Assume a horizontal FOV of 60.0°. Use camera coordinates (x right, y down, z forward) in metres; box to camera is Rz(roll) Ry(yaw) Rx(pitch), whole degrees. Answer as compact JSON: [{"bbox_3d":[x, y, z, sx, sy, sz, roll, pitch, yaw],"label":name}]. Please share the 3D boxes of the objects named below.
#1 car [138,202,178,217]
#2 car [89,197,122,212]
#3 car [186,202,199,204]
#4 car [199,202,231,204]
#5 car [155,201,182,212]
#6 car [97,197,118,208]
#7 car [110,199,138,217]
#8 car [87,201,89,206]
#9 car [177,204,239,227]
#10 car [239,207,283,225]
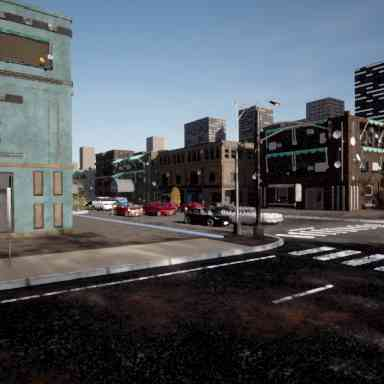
[{"bbox_3d":[-3.620,1.834,36.156,1.882,1.535,5.008,-1,0,-35],"label":"car"},{"bbox_3d":[-12.802,1.755,49.061,2.150,2.045,5.566,-1,0,-35],"label":"car"},{"bbox_3d":[-0.074,1.902,41.136,1.802,1.307,4.206,-2,0,-36],"label":"car"},{"bbox_3d":[3.145,1.808,36.634,2.008,1.369,4.403,-2,0,-36],"label":"car"},{"bbox_3d":[-3.293,1.964,45.638,1.802,1.307,4.206,-2,0,-36],"label":"car"},{"bbox_3d":[-16.180,1.938,63.646,2.192,1.841,5.009,-1,0,-36],"label":"car"},{"bbox_3d":[-6.892,1.845,36.259,1.967,1.590,4.097,-1,0,-36],"label":"car"},{"bbox_3d":[-19.206,2.157,63.449,2.128,1.511,4.902,-1,0,-36],"label":"car"},{"bbox_3d":[1.084,1.813,24.902,1.947,1.339,4.313,-2,0,-36],"label":"car"},{"bbox_3d":[4.461,1.798,24.901,1.895,1.301,4.718,-1,0,-36],"label":"car"}]
